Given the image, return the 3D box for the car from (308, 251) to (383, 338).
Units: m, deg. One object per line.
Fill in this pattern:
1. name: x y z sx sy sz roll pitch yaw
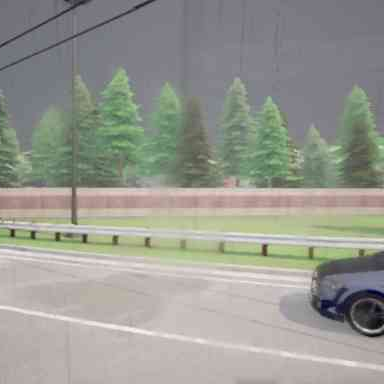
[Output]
1. car: 4.214 1.564 5.709 4.181 1.385 1.994 0 0 16
